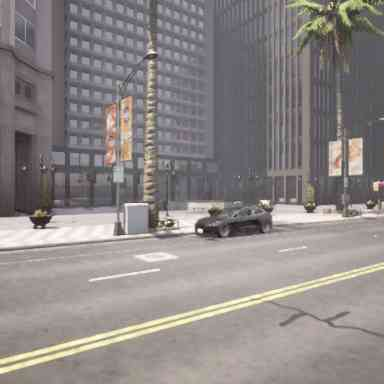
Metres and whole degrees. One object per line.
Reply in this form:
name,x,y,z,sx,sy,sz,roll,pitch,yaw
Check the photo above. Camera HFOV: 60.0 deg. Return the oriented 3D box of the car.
car,2.342,1.548,18.104,4.786,1.482,2.161,0,0,-36
